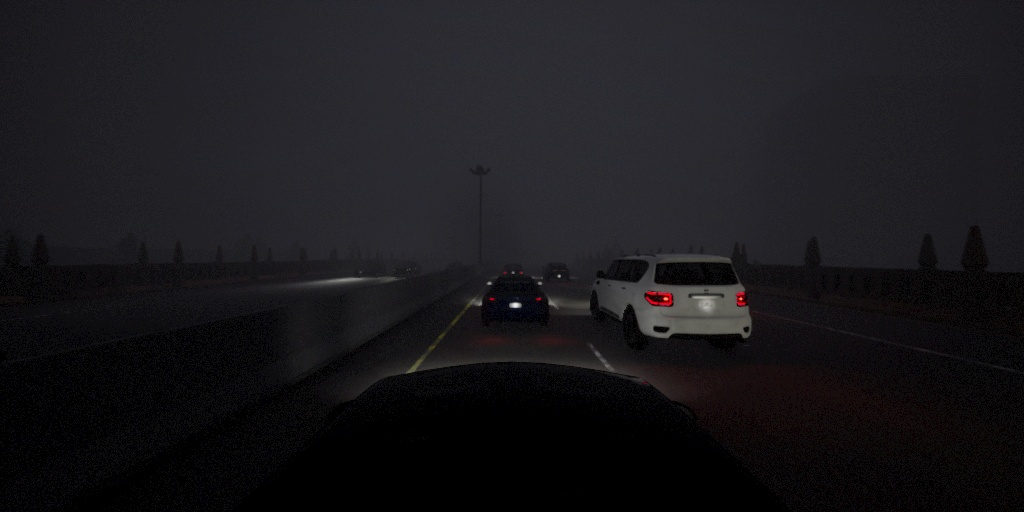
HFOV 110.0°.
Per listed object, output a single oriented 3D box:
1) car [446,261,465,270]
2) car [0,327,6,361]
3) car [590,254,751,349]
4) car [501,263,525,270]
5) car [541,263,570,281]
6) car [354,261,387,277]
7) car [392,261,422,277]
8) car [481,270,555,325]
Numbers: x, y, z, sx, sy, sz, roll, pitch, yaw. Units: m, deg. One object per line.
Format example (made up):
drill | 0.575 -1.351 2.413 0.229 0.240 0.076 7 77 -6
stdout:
car | -7.104 1.342 45.519 1.994 1.385 4.181 0 0 0
car | -7.102 0.971 1.839 2.150 2.045 5.566 0 0 0
car | 3.596 0.977 9.307 2.150 2.045 5.566 0 0 0
car | 0.085 1.316 29.709 2.033 1.411 5.357 0 0 0
car | 3.585 1.273 29.629 1.837 1.490 4.892 0 0 0
car | -14.110 1.263 35.909 2.128 1.511 4.902 0 0 0
car | -10.609 1.250 36.524 1.882 1.535 5.008 0 0 0
car | 0.094 1.321 11.805 1.994 1.385 4.181 0 0 0
